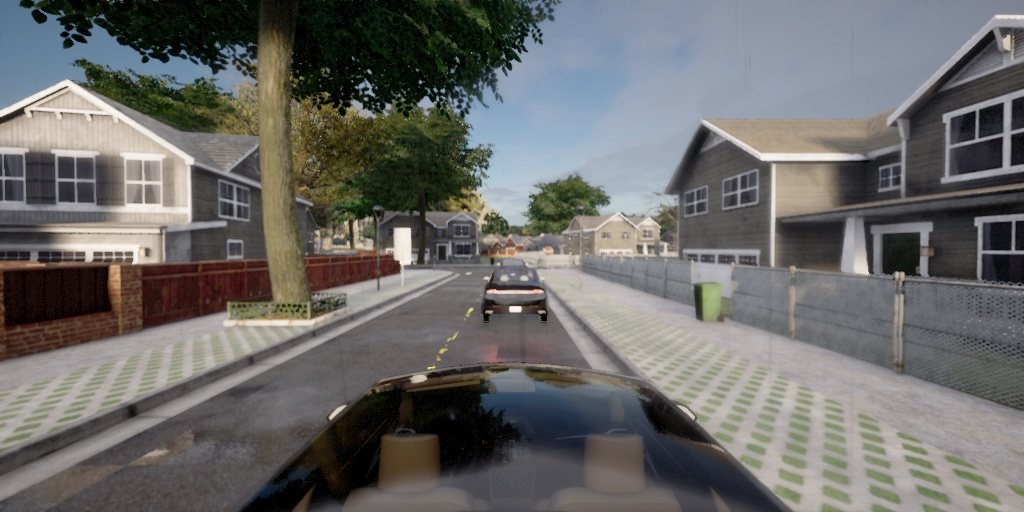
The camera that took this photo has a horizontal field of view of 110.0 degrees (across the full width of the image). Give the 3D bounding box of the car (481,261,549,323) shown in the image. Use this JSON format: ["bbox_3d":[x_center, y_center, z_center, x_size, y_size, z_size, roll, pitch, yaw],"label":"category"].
[{"bbox_3d":[0.087,1.083,11.407,2.128,1.511,4.902,0,1,0],"label":"car"}]

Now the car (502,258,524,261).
[{"bbox_3d":[0.072,0.880,22.968,1.882,1.535,5.008,0,1,0],"label":"car"}]
